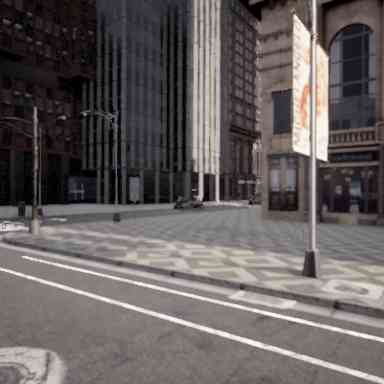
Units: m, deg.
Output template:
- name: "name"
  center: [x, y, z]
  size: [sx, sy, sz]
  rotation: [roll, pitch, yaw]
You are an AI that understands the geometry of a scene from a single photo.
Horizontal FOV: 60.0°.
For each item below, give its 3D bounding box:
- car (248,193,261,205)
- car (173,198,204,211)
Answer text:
- name: "car"
  center: [11.368, 1.175, 55.130]
  size: [2.150, 2.045, 5.566]
  rotation: [0, 0, 36]
- name: "car"
  center: [-0.326, 1.429, 39.051]
  size: [1.994, 1.385, 4.181]
  rotation: [0, 0, 36]
